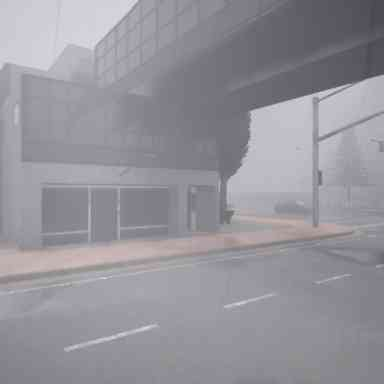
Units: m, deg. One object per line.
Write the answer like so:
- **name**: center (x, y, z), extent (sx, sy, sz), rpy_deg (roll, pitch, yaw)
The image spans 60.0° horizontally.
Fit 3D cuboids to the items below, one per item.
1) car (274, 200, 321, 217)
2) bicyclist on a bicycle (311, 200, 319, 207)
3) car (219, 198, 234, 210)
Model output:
- **car**: center (10.012, 1.525, 31.997), extent (1.812, 1.442, 4.674), rpy_deg (0, 0, -36)
- **bicyclist on a bicycle**: center (15.798, 1.301, 42.754), extent (1.656, 1.620, 0.582), rpy_deg (0, 0, -36)
- **car**: center (3.117, 1.478, 41.585), extent (1.882, 1.535, 5.008), rpy_deg (0, 0, -36)
